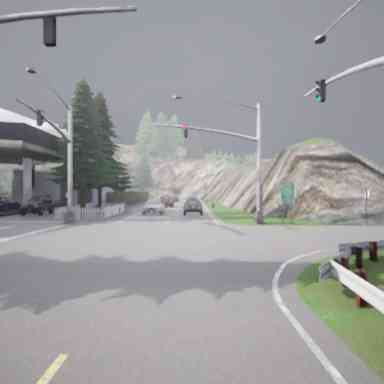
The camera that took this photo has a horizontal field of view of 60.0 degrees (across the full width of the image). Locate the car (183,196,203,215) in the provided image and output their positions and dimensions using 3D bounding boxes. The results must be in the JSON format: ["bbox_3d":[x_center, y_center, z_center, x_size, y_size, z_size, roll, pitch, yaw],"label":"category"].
[{"bbox_3d":[0.105,1.431,32.839,2.033,1.411,5.357,0,0,0],"label":"car"}]

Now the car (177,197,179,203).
[{"bbox_3d":[-3.495,1.338,64.037,1.994,1.385,4.181,0,0,0],"label":"car"}]

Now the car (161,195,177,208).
[{"bbox_3d":[-3.579,1.191,45.350,2.097,1.767,4.553,0,0,0],"label":"car"}]

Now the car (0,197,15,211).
[{"bbox_3d":[-20.231,1.355,35.741,2.242,1.667,4.611,0,0,-1],"label":"car"}]

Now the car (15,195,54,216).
[{"bbox_3d":[-14.525,1.202,31.461,1.905,1.878,3.866,0,0,-1],"label":"car"}]

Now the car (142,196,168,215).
[{"bbox_3d":[-3.592,1.413,31.937,1.812,1.442,4.674,0,0,0],"label":"car"}]
